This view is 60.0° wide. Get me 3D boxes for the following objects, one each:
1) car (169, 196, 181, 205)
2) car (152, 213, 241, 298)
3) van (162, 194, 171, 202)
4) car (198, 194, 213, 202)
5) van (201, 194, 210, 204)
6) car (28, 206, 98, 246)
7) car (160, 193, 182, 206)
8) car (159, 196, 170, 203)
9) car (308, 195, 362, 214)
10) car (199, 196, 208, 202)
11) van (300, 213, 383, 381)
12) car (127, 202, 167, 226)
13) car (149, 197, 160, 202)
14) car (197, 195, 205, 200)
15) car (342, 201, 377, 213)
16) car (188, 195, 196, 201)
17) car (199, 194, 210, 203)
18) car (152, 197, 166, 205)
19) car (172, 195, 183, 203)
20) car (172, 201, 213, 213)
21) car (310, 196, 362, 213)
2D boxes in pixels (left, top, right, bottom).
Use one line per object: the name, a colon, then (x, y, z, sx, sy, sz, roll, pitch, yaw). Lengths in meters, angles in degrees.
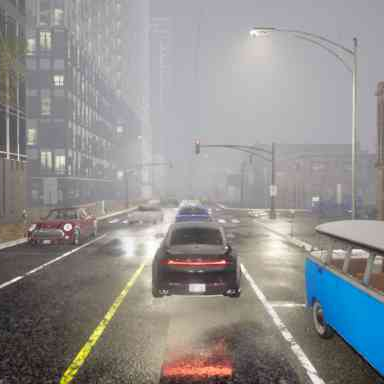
car: (-3.145, 1.462, 61.105, 1.882, 1.535, 5.008, 0, 0, 0)
car: (0.087, 1.502, 8.495, 1.837, 1.490, 4.892, 0, 0, 0)
van: (-5.767, 1.323, 75.610, 1.690, 1.788, 3.998, -1, 0, 0)
car: (2.602, 1.425, 58.633, 1.967, 1.590, 4.097, -1, 0, 0)
van: (2.594, 1.325, 64.278, 1.690, 1.788, 3.998, -1, 0, 0)
car: (-5.723, 1.436, 15.086, 1.967, 1.590, 4.097, -1, 0, 0)
car: (-3.164, 1.208, 51.213, 2.150, 2.045, 5.566, 0, 0, 1)
car: (-5.757, 1.549, 69.966, 1.947, 1.339, 4.313, -1, 0, 0)
car: (15.505, 1.350, 35.777, 5.566, 2.045, 2.150, 1, 1, 1)
car: (2.584, 1.564, 75.565, 1.802, 1.307, 4.206, -1, 0, 0)
van: (2.669, 1.340, 4.013, 1.690, 1.788, 3.998, -1, 0, 0)
car: (-3.173, 1.594, 23.314, 1.895, 1.301, 4.718, 0, 0, 3)
car: (-5.907, 1.512, 52.863, 1.752, 1.417, 4.829, -1, 0, 0)
car: (2.562, 1.531, 92.498, 2.008, 1.369, 4.403, -1, 0, 0)
car: (16.379, 1.793, 29.985, 4.313, 1.339, 1.947, 1, 0, 1)
car: (-0.100, 1.481, 79.560, 1.837, 1.490, 4.892, 0, 0, 0)
car: (2.586, 1.298, 69.921, 2.192, 1.841, 5.009, -1, 0, 0)
car: (-5.743, 1.551, 58.677, 1.947, 1.339, 4.313, -1, 0, 0)
car: (-3.089, 1.508, 71.377, 2.128, 1.511, 4.902, 0, 0, 0)
car: (0.068, 1.472, 17.982, 1.882, 1.535, 5.008, 0, 0, 0)
car: (16.477, 1.411, 38.362, 5.009, 1.841, 2.192, 1, 0, 1)
